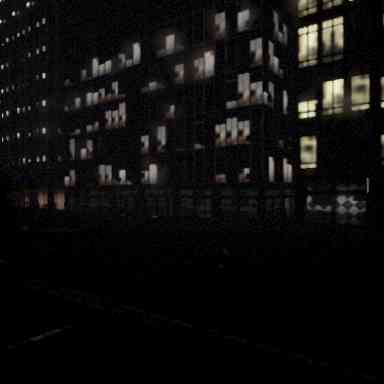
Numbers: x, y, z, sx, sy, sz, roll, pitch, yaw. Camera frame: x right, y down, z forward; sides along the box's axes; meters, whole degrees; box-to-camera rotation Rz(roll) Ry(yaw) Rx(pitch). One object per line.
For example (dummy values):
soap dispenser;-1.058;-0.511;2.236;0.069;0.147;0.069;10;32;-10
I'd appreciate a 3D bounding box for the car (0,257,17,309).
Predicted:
car;-5.153;1.561;6.555;4.313;1.339;1.947;0;0;36
